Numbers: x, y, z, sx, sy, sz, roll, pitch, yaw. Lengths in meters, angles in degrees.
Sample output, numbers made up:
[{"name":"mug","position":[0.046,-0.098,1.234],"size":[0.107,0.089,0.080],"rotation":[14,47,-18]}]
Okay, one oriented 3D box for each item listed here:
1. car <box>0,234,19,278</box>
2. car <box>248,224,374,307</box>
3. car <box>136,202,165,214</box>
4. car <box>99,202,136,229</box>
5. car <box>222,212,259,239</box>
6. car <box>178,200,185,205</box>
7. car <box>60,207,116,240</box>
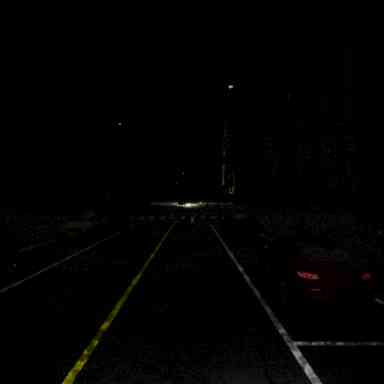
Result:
[{"name":"car","position":[-5.850,1.666,7.959],"size":[1.947,1.339,4.313],"rotation":[1,-1,0]},{"name":"car","position":[2.674,1.681,7.955],"size":[1.802,1.307,4.206],"rotation":[0,-1,0]},{"name":"car","position":[-5.850,2.053,41.555],"size":[4.902,1.511,2.128],"rotation":[0,-1,0]},{"name":"car","position":[-5.848,1.636,24.339],"size":[2.192,1.841,5.009],"rotation":[0,-1,0]},{"name":"car","position":[2.675,1.788,18.874],"size":[1.887,1.381,4.507],"rotation":[0,-1,0]},{"name":"car","position":[-2.949,2.910,94.882],"size":[1.882,1.535,5.008],"rotation":[0,-1,0]},{"name":"car","position":[-5.850,1.767,18.707],"size":[1.752,1.417,4.829],"rotation":[0,-1,0]}]
